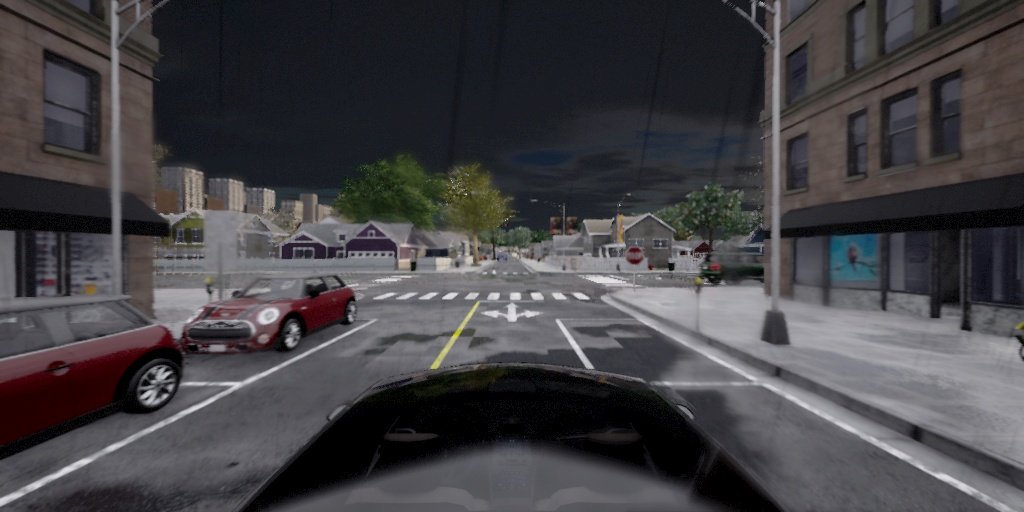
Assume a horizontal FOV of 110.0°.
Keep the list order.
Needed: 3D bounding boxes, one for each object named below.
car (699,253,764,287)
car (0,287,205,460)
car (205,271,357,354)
[{"bbox_3d":[14.646,0.808,22.255,5.566,2.045,2.150,0,0,0],"label":"car"},{"bbox_3d":[-5.391,1.181,3.056,1.967,1.591,4.097,0,0,0],"label":"car"},{"bbox_3d":[-5.390,1.145,8.559,1.967,1.591,4.097,0,0,0],"label":"car"}]
